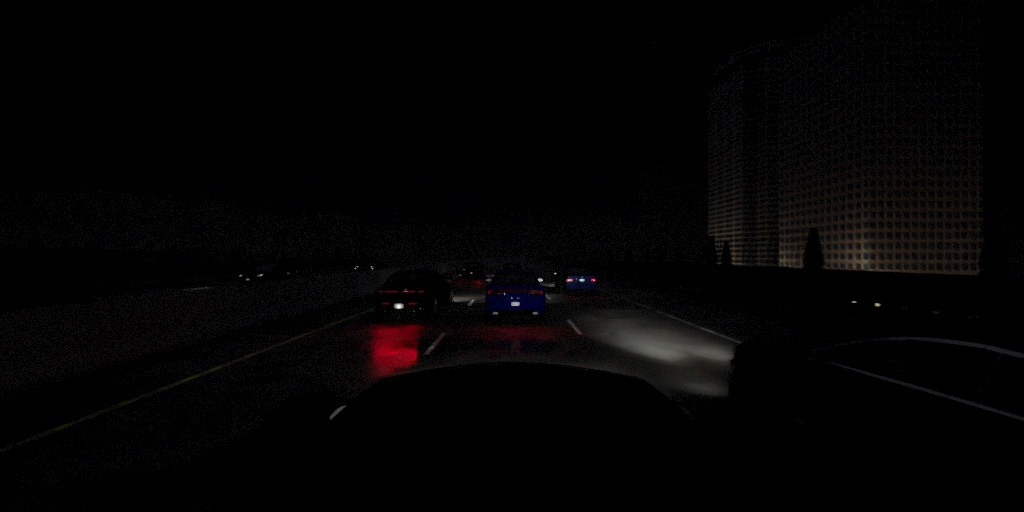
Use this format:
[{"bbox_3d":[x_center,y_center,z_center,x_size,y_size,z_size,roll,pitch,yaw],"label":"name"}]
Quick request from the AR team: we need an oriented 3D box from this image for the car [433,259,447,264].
[{"bbox_3d":[-11.218,1.243,56.684,2.128,1.511,4.902,0,0,-1],"label":"car"}]

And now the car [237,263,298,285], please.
[{"bbox_3d":[-17.608,1.276,26.196,1.812,1.442,4.674,0,0,0],"label":"car"}]

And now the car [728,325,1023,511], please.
[{"bbox_3d":[3.601,1.241,2.507,2.128,1.511,4.902,0,0,0],"label":"car"}]

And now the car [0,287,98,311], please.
[{"bbox_3d":[-10.599,1.314,6.860,1.994,1.385,4.181,0,0,0],"label":"car"}]

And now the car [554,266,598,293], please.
[{"bbox_3d":[3.602,1.297,20.987,2.033,1.411,5.357,0,0,0],"label":"car"}]

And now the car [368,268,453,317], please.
[{"bbox_3d":[-3.399,1.255,13.188,1.837,1.490,4.892,0,0,0],"label":"car"}]

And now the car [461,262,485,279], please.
[{"bbox_3d":[-3.500,1.275,32.800,1.812,1.442,4.674,0,0,-1],"label":"car"}]

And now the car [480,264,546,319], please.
[{"bbox_3d":[0.102,1.227,12.803,1.882,1.535,5.008,0,0,0],"label":"car"}]

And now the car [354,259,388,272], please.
[{"bbox_3d":[-14.225,1.102,36.350,2.097,1.767,4.553,0,0,-1],"label":"car"}]
